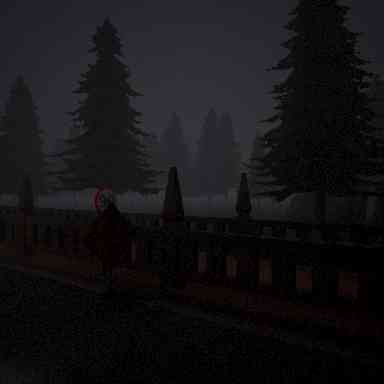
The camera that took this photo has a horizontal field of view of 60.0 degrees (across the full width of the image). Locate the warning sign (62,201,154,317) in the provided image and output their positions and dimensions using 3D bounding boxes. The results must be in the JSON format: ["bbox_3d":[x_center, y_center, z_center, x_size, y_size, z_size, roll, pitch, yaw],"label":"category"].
[{"bbox_3d":[-1.551,1.115,6.265,1.060,1.860,1.300,0,0,36],"label":"warning sign"}]
